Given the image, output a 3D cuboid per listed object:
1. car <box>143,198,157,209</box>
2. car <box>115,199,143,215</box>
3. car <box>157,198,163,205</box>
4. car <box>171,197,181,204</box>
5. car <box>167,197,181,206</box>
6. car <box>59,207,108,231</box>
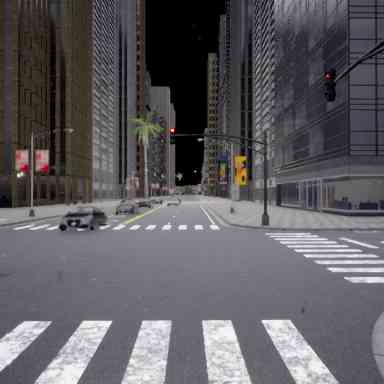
[{"bbox_3d":[-6.679,1.674,48.091,2.033,1.411,5.357,0,0,0],"label":"car"},{"bbox_3d":[-6.661,1.581,34.550,1.837,1.490,4.892,0,0,0],"label":"car"},{"bbox_3d":[-6.622,1.789,63.831,1.994,1.385,4.181,0,0,0],"label":"car"},{"bbox_3d":[-3.284,1.786,69.824,1.994,1.385,4.181,0,0,0],"label":"car"},{"bbox_3d":[-3.264,1.772,58.193,1.895,1.301,4.718,0,0,0],"label":"car"},{"bbox_3d":[-6.637,1.604,20.660,1.994,1.385,4.181,0,0,0],"label":"car"}]
